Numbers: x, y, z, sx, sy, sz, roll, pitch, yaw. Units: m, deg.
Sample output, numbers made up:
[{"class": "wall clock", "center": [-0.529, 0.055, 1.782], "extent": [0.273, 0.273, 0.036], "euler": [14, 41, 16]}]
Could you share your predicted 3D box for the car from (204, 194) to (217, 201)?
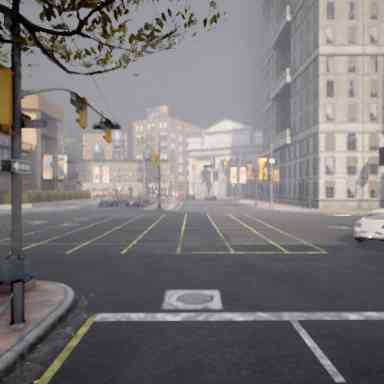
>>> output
[{"class": "car", "center": [4.178, 1.176, 72.915], "extent": [1.994, 1.385, 4.181], "euler": [0, 0, 20]}]

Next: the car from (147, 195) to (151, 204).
[{"class": "car", "center": [-8.025, 1.282, 56.163], "extent": [1.837, 1.490, 4.892], "euler": [0, 0, 1]}]

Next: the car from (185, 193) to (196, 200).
[{"class": "car", "center": [-0.392, 1.052, 72.886], "extent": [2.128, 1.511, 4.902], "euler": [0, 0, -8]}]

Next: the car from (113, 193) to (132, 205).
[{"class": "car", "center": [-11.526, 1.134, 55.370], "extent": [2.097, 1.767, 4.553], "euler": [0, 0, 0]}]

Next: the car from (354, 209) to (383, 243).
[{"class": "car", "center": [8.737, 1.468, 14.408], "extent": [4.674, 1.442, 1.812], "euler": [0, 0, -39]}]

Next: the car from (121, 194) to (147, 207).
[{"class": "car", "center": [-8.021, 1.307, 46.619], "extent": [2.128, 1.511, 4.902], "euler": [0, 0, 1]}]

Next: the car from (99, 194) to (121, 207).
[{"class": "car", "center": [-11.518, 1.343, 46.307], "extent": [1.812, 1.442, 4.674], "euler": [0, 0, 0]}]
